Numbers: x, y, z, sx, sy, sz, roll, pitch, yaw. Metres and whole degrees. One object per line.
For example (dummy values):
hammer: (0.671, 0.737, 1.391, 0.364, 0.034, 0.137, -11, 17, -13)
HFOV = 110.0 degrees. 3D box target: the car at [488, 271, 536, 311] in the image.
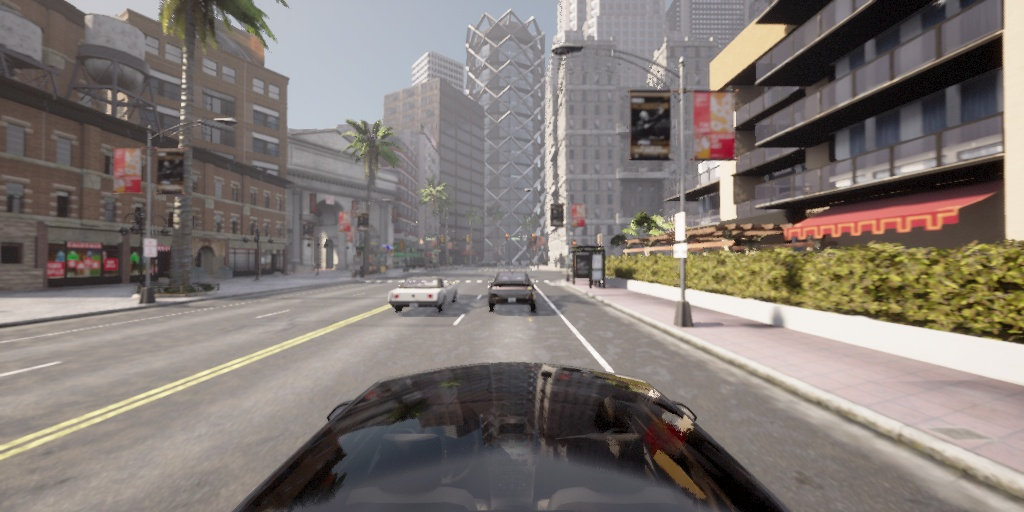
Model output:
car: (0.017, 1.390, 15.278, 2.128, 1.511, 4.902, 0, 0, 0)

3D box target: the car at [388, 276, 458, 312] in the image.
car: (-3.487, 1.496, 15.022, 1.895, 1.301, 4.718, 0, -1, 0)
